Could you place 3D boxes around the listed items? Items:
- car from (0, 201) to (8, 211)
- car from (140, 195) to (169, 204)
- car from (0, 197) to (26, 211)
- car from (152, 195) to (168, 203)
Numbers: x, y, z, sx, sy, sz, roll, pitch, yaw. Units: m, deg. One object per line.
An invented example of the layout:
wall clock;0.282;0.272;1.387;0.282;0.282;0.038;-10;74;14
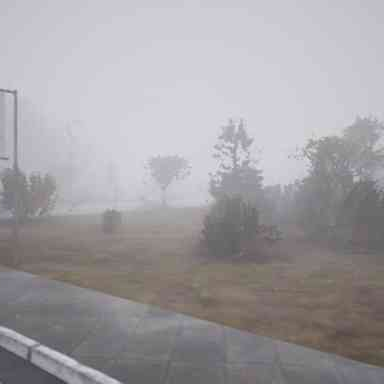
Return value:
car;-20.524;1.492;36.900;1.812;1.442;4.674;0;0;39
car;-6.689;1.285;59.844;2.033;1.411;5.357;0;1;38
car;-22.820;1.454;39.633;2.128;1.511;4.902;0;0;39
car;-6.475;1.333;54.516;1.812;1.442;4.674;0;1;39
